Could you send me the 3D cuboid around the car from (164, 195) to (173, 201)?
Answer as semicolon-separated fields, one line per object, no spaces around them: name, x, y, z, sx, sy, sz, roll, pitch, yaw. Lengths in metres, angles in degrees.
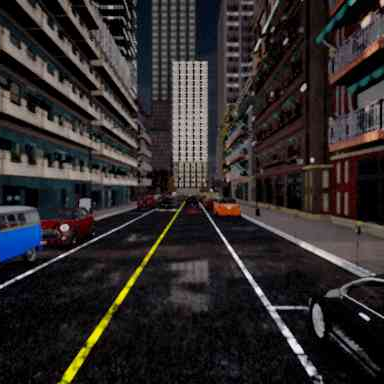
car;-5.704;1.365;80.969;1.887;1.381;4.507;-1;0;0

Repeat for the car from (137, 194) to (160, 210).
car;-5.704;1.215;42.303;2.192;1.841;5.009;-1;0;0

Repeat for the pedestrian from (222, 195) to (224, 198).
pedestrian;2.997;1.218;31.816;0.375;1.860;0.375;-1;1;0

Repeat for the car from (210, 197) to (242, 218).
car;2.998;1.281;29.018;2.097;1.767;4.553;0;0;0

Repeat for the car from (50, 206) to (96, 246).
car;-5.701;1.403;14.687;1.967;1.590;4.097;-1;0;0

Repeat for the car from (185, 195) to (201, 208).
car;0.035;1.395;46.879;1.837;1.490;4.892;0;0;0

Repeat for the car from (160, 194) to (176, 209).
car;-3.092;1.406;42.709;1.837;1.490;4.892;0;0;0

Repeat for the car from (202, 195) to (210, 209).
car;2.680;1.445;42.291;1.887;1.381;4.507;-1;0;0

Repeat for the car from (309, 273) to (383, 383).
car;2.682;1.542;3.627;2.008;1.369;4.403;-1;0;0

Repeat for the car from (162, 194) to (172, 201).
car;-5.704;1.271;75.445;1.967;1.590;4.097;-1;0;0

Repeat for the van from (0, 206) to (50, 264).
van;-5.701;1.318;9.164;1.690;1.788;3.998;0;0;0

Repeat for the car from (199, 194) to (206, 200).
car;2.676;1.334;86.649;1.752;1.417;4.829;-1;0;0

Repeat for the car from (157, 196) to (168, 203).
car;-5.702;1.435;64.399;1.802;1.307;4.206;-1;0;0

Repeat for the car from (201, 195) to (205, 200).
car;2.680;1.439;47.815;2.008;1.369;4.403;-1;0;0

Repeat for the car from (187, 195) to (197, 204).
car;-0.005;1.340;59.938;1.882;1.535;5.008;0;0;0

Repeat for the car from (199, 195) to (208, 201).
car;2.678;1.376;75.432;1.887;1.381;4.507;-1;0;0
